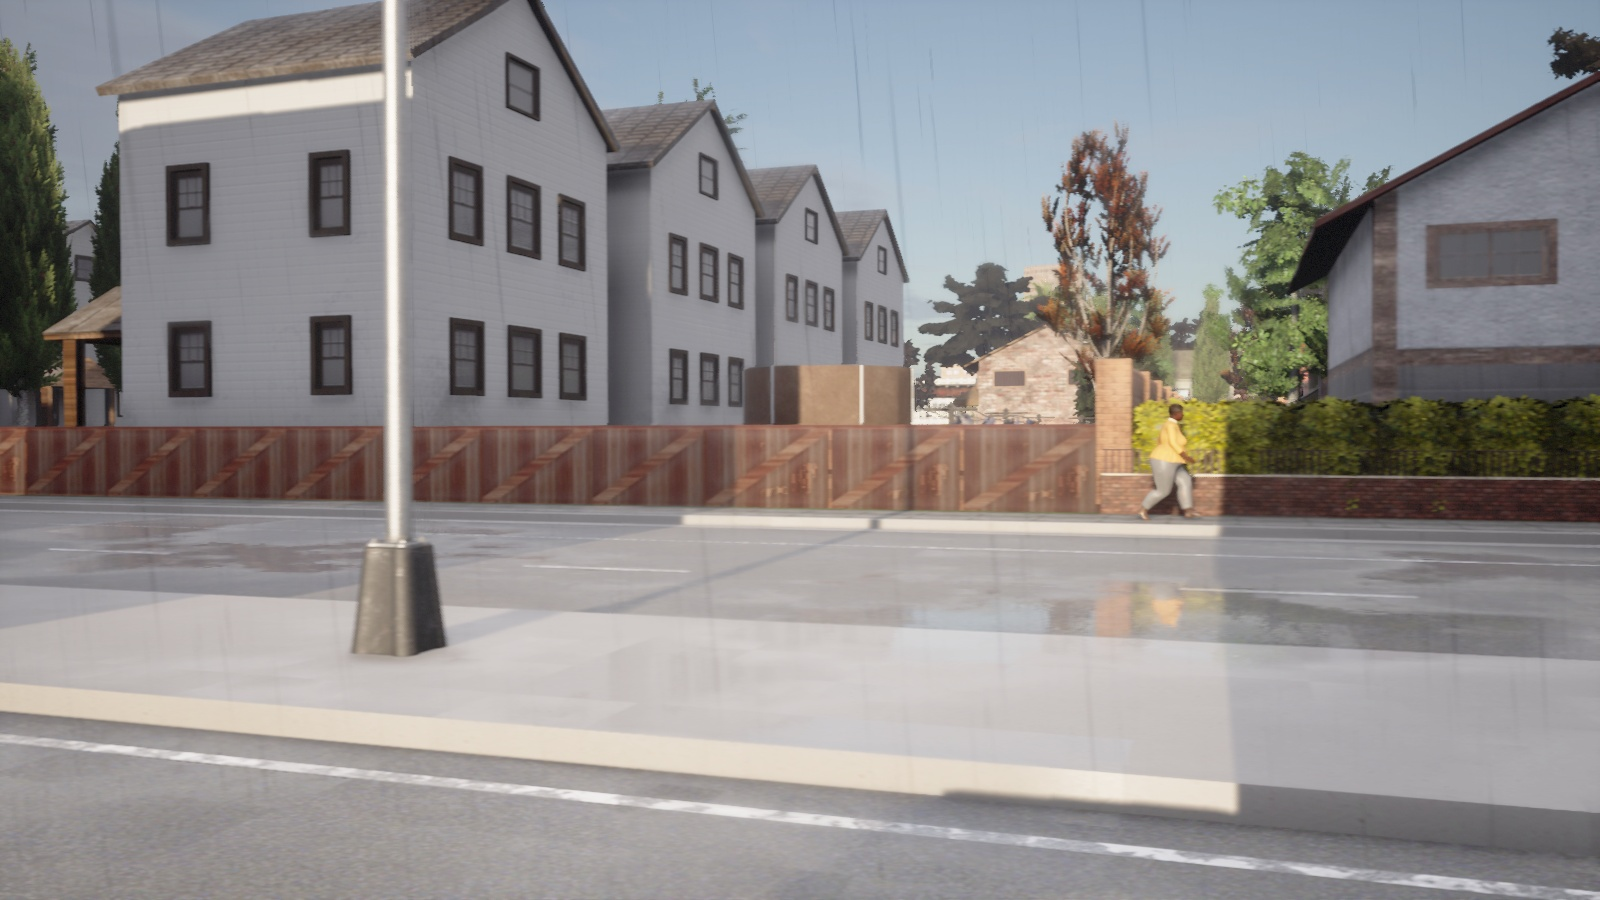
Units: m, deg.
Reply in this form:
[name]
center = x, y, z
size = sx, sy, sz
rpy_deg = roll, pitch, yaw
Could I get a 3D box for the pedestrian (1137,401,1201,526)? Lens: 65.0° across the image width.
[pedestrian]
center = 5.660, 0.195, 19.249
size = 0.900, 1.855, 0.874
rpy_deg = 1, 1, 18
